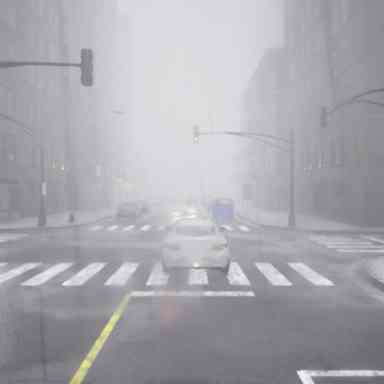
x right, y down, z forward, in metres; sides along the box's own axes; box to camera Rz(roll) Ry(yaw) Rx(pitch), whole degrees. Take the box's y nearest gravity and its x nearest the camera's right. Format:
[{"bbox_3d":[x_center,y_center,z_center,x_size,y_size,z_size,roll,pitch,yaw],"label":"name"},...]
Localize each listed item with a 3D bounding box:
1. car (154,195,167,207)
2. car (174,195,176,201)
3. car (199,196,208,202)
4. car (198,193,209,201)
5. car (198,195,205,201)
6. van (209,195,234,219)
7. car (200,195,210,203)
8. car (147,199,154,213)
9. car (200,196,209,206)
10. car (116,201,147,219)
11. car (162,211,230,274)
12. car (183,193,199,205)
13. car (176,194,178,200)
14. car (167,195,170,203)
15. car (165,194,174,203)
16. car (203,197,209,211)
[{"bbox_3d":[-5.393,1.572,51.324,1.752,1.417,4.829,0,0,0],"label":"car"},{"bbox_3d":[-5.395,1.368,74.221,2.192,1.841,5.009,0,0,0],"label":"car"},{"bbox_3d":[2.629,1.606,79.907,2.008,1.369,4.403,0,0,0],"label":"car"},{"bbox_3d":[2.632,1.364,57.183,2.192,1.841,5.009,0,0,0],"label":"car"},{"bbox_3d":[2.628,1.624,91.270,1.947,1.339,4.313,0,0,0],"label":"car"},{"bbox_3d":[2.634,1.369,28.776,1.690,1.788,3.998,0,0,0],"label":"van"},{"bbox_3d":[2.631,1.492,68.545,1.967,1.590,4.097,0,0,0],"label":"car"},{"bbox_3d":[-5.391,1.578,34.448,1.887,1.381,4.507,0,0,0],"label":"car"},{"bbox_3d":[2.632,1.629,51.501,1.802,1.307,4.206,0,0,0],"label":"car"},{"bbox_3d":[-5.391,1.579,28.766,2.008,1.369,4.403,0,0,0],"label":"car"},{"bbox_3d":[0.100,1.539,10.460,1.812,1.442,4.674,0,0,0],"label":"car"},{"bbox_3d":[-0.006,1.401,58.875,2.097,1.767,4.553,0,0,0],"label":"car"},{"bbox_3d":[-5.396,1.496,85.585,1.967,1.590,4.097,0,0,0],"label":"car"},{"bbox_3d":[-5.393,1.614,57.176,1.947,1.339,4.313,0,0,0],"label":"car"},{"bbox_3d":[-5.394,1.617,68.539,1.947,1.339,4.313,0,0,0],"label":"car"},{"bbox_3d":[2.633,1.621,40.138,1.802,1.307,4.206,0,0,0],"label":"car"}]
